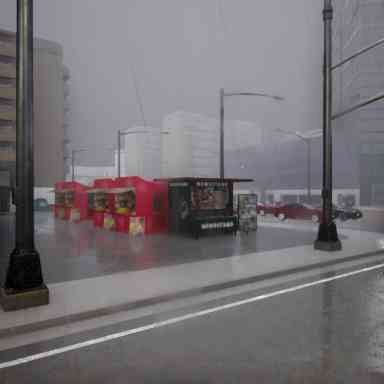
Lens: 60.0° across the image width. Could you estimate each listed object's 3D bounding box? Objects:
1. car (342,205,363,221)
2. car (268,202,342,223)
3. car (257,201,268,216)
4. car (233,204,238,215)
[{"bbox_3d":[12.214,1.672,28.408,1.994,1.385,4.181,0,-1,-35],"label":"car"},{"bbox_3d":[8.987,1.589,26.864,1.882,1.535,5.008,0,-1,-38],"label":"car"},{"bbox_3d":[6.940,1.689,35.686,1.882,1.535,5.008,0,-1,-36],"label":"car"},{"bbox_3d":[3.536,1.750,34.422,1.812,1.442,4.674,0,-1,-36],"label":"car"}]
